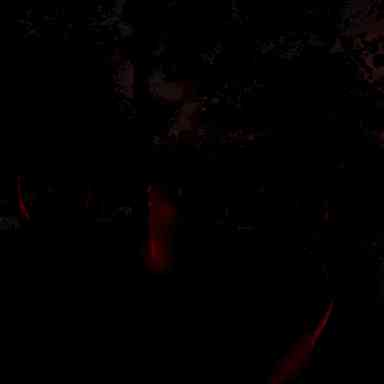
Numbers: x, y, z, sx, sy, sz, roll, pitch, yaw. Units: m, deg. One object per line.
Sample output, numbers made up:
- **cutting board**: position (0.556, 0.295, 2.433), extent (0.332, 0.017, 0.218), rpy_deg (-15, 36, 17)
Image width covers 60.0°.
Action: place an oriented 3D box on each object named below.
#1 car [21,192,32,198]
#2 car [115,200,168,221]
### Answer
- **car**: position (-40.154, 0.703, 79.621), extent (2.033, 1.411, 5.357), rpy_deg (0, 4, -6)
- **car**: position (-5.206, 1.875, 34.364), extent (5.566, 2.045, 2.150), rpy_deg (-1, -2, 17)
